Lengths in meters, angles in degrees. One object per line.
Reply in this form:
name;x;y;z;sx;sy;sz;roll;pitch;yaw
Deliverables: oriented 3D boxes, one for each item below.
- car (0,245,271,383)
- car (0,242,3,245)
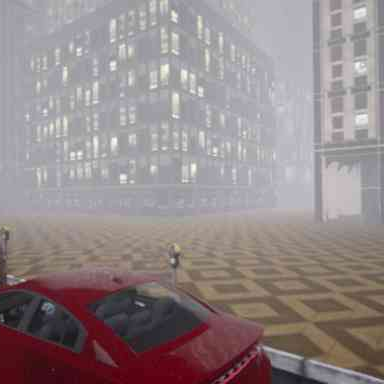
car;-1.370;1.571;3.857;4.507;1.381;1.887;-1;-1;36
car;-5.881;1.387;7.076;5.009;1.841;2.192;-1;-1;36
